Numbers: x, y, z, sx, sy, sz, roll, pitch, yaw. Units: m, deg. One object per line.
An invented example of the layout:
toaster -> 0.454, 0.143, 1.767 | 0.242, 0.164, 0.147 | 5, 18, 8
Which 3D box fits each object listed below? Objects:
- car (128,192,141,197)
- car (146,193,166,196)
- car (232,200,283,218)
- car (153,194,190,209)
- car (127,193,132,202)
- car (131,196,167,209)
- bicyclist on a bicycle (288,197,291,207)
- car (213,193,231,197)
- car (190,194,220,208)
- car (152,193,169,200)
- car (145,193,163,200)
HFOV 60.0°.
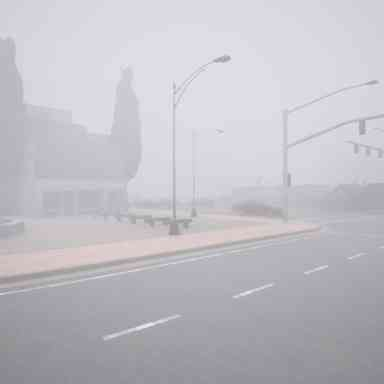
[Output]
car -> -12.615, 1.098, 69.015 | 2.150, 2.045, 5.566 | 0, 0, -40
car -> -5.945, 1.477, 61.224 | 1.882, 1.535, 5.008 | 0, 0, -40
car -> 6.329, 1.478, 30.278 | 1.882, 1.535, 5.008 | 0, 0, -40
car -> -2.966, 1.491, 46.662 | 2.128, 1.511, 4.902 | 0, 0, -40
car -> -14.623, 1.491, 66.107 | 2.128, 1.511, 4.902 | 0, 0, -40
car -> -5.769, 1.601, 44.555 | 1.895, 1.301, 4.718 | 0, 0, -40
bicyclist on a bicycle -> 12.889, 1.261, 44.859 | 1.656, 1.620, 0.582 | -7, 4, -40
car -> 6.855, 1.395, 69.078 | 3.806, 1.475, 1.970 | 0, 0, -42
car -> 1.185, 1.491, 47.481 | 2.128, 1.511, 4.902 | 0, 0, -40
car -> -8.163, 1.156, 85.858 | 3.866, 1.878, 1.905 | 0, 0, -42
car -> -10.050, 1.153, 88.053 | 4.605, 1.855, 1.932 | 0, 0, -42
